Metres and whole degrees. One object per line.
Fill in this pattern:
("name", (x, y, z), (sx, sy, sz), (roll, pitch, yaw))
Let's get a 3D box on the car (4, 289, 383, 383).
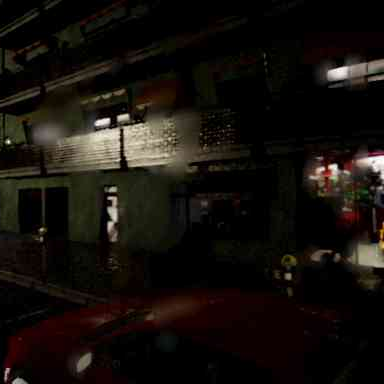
("car", (0.173, 1.543, 2.767), (4.507, 1.381, 1.887), (0, -1, 36))
